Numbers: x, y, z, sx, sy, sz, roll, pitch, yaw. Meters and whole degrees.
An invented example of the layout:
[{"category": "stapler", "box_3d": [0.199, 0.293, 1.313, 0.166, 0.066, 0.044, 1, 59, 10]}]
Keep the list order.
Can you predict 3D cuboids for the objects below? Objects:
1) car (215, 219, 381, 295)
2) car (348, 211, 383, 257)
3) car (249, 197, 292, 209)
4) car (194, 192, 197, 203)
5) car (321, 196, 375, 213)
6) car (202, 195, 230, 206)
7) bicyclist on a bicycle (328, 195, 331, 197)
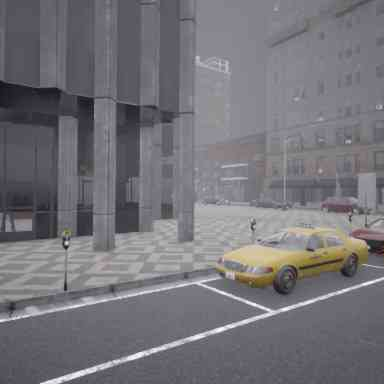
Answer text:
[{"category": "car", "box_3d": [2.803, 1.527, 8.755, 4.829, 1.417, 1.752, 0, 1, -36]}, {"category": "car", "box_3d": [7.520, 1.547, 12.121, 4.507, 1.381, 1.887, 0, 1, -36]}, {"category": "car", "box_3d": [9.065, 1.307, 38.992, 2.033, 1.411, 5.357, 1, 0, -36]}, {"category": "car", "box_3d": [-1.287, 0.808, 59.246, 2.150, 2.045, 5.566, 1, 0, -35]}, {"category": "car", "box_3d": [14.578, 1.198, 31.177, 2.097, 1.767, 4.553, 1, 0, -35]}, {"category": "car", "box_3d": [3.391, 1.161, 47.060, 2.128, 1.511, 4.902, 1, 0, -35]}, {"category": "bicyclist on a bicycle", "box_3d": [16.342, 1.159, 39.501, 1.656, 1.620, 0.582, 0, 0, -35]}]
